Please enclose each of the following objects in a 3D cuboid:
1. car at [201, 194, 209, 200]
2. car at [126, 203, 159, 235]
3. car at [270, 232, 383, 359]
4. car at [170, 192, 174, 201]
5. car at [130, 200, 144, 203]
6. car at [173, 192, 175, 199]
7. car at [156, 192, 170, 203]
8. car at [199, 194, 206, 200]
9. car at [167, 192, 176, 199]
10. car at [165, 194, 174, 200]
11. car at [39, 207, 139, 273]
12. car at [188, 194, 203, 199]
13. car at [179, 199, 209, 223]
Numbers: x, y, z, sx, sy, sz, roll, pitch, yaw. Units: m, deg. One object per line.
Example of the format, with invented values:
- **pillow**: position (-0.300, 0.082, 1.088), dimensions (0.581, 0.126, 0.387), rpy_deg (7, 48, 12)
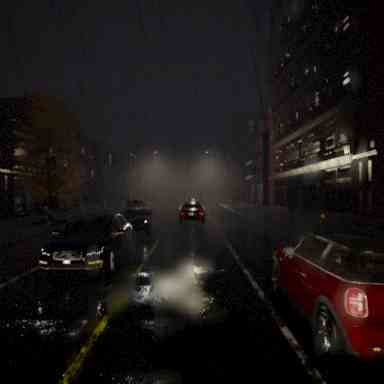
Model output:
- **car**: position (2.702, 1.255, 68.660), dimensions (1.752, 1.417, 4.829), rpy_deg (1, 0, 0)
- **car**: position (-3.001, 1.526, 18.535), dimensions (1.895, 1.301, 4.718), rpy_deg (0, 0, 0)
- **car**: position (2.705, 1.416, 5.937), dimensions (1.967, 1.590, 4.097), rpy_deg (1, 0, 0)
- **car**: position (-5.679, 1.274, 74.116), dimensions (1.947, 1.339, 4.313), rpy_deg (1, 0, 0)
- **car**: position (-5.678, 1.445, 34.310), dimensions (1.802, 1.307, 4.206), rpy_deg (1, 0, 0)
- **car**: position (-5.677, 1.128, 79.802), dimensions (1.967, 1.590, 4.097), rpy_deg (1, 0, 0)
- **car**: position (-5.676, 1.192, 62.741), dimensions (1.967, 1.590, 4.097), rpy_deg (1, 0, 0)
- **car**: position (2.701, 1.248, 85.550), dimensions (1.802, 1.307, 4.206), rpy_deg (1, 0, 0)
- **car**: position (-5.674, 0.961, 91.175), dimensions (2.192, 1.841, 5.009), rpy_deg (1, 0, 0)
- **car**: position (-5.679, 1.232, 85.489), dimensions (1.947, 1.339, 4.313), rpy_deg (1, 0, 0)
- **car**: position (-3.091, 1.462, 10.629), dimensions (1.837, 1.490, 4.892), rpy_deg (0, 0, 0)
- **car**: position (0.079, 1.377, 42.825), dimensions (2.033, 1.411, 5.357), rpy_deg (0, 0, 0)
- **car**: position (0.016, 1.450, 24.227), dimensions (2.033, 1.411, 5.357), rpy_deg (0, 0, 0)
